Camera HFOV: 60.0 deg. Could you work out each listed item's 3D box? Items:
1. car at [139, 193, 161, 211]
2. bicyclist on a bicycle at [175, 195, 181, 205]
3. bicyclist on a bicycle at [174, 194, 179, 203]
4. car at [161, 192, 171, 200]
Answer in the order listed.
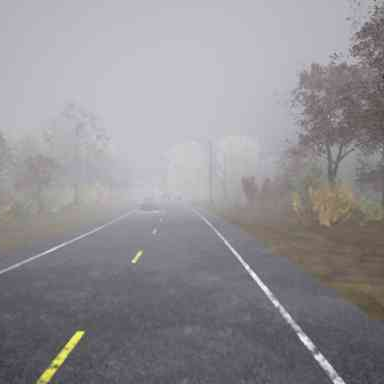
[{"bbox_3d":[-5.231,1.298,40.381,2.097,1.767,4.553,0,0,-4],"label":"car"},{"bbox_3d":[-2.004,1.349,55.239,0.582,1.620,1.656,0,0,-6],"label":"bicyclist on a bicycle"},{"bbox_3d":[-3.122,1.296,64.876,0.866,1.612,1.509,0,0,-7],"label":"bicyclist on a bicycle"},{"bbox_3d":[-6.549,0.907,82.566,2.150,2.045,5.566,0,0,-9],"label":"car"}]
